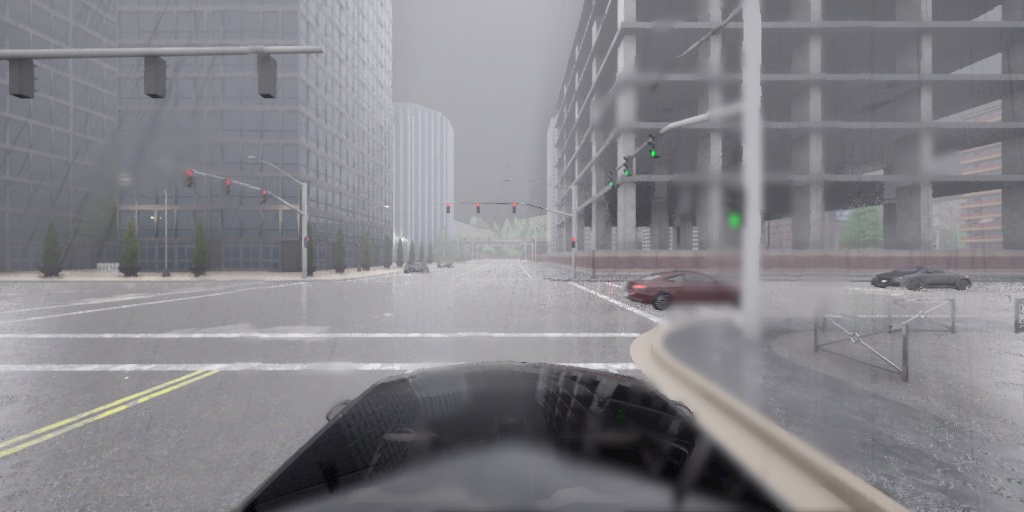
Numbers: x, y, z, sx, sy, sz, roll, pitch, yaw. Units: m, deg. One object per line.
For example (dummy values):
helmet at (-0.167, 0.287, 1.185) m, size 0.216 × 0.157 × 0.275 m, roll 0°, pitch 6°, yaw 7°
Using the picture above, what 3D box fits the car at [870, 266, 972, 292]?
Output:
car at (23.256, 1.256, 20.493) m, size 4.181 × 1.385 × 1.994 m, roll 0°, pitch 0°, yaw 0°

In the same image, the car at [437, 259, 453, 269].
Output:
car at (-10.578, 1.235, 56.747) m, size 2.128 × 1.511 × 4.902 m, roll 0°, pitch 0°, yaw 0°

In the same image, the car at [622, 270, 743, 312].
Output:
car at (6.527, 1.240, 13.321) m, size 4.674 × 1.442 × 1.812 m, roll 0°, pitch 0°, yaw -1°

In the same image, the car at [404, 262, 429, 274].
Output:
car at (-10.593, 1.310, 40.009) m, size 1.994 × 1.385 × 4.181 m, roll 0°, pitch 0°, yaw 0°
